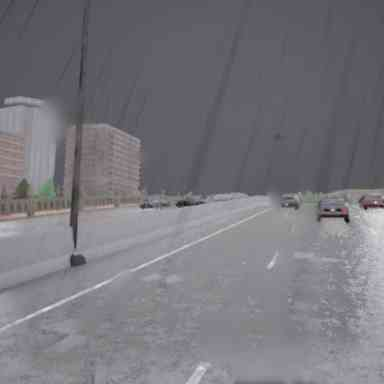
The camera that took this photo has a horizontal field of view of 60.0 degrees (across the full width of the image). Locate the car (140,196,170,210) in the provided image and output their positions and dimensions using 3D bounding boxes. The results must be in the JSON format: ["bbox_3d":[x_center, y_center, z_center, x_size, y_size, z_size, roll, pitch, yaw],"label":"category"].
[{"bbox_3d":[-4.006,1.165,36.444,1.994,1.385,4.181,-1,1,22],"label":"car"}]

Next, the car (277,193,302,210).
[{"bbox_3d":[9.171,0.858,31.209,2.128,1.511,4.902,-1,1,22],"label":"car"}]

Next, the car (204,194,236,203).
[{"bbox_3d":[3.341,0.921,35.943,1.882,1.535,5.008,-1,1,22],"label":"car"}]

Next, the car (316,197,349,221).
[{"bbox_3d":[9.048,1.048,21.478,2.033,1.411,5.357,-1,1,22],"label":"car"}]

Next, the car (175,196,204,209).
[{"bbox_3d":[-0.190,1.114,36.546,1.895,1.301,4.718,-1,1,22],"label":"car"}]

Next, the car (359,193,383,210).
[{"bbox_3d":[16.044,0.794,29.542,1.994,1.385,4.181,-1,1,22],"label":"car"}]
